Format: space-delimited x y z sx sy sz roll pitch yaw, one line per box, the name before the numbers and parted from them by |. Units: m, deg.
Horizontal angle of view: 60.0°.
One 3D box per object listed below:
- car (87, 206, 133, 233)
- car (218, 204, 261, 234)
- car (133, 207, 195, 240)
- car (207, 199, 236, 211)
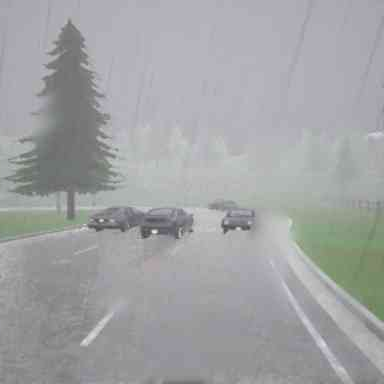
car | -4.141 1.564 19.959 2.033 1.411 5.357 0 0 15
car | 3.001 1.631 19.436 1.895 1.301 4.718 0 0 15
car | -1.133 1.524 17.219 1.837 1.490 4.892 0 0 13
car | 3.396 1.546 38.746 2.128 1.511 4.902 0 0 -23
